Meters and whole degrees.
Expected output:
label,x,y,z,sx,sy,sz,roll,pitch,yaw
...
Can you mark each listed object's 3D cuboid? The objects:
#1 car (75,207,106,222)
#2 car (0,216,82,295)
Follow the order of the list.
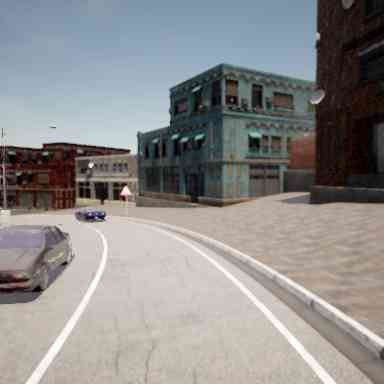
label,x,y,z,sx,sy,sz,roll,pitch,yaw
car,-9.985,2.146,32.440,1.895,1.301,4.718,-2,-1,-32
car,-4.611,1.641,9.212,2.033,1.411,5.357,-1,-1,-10
